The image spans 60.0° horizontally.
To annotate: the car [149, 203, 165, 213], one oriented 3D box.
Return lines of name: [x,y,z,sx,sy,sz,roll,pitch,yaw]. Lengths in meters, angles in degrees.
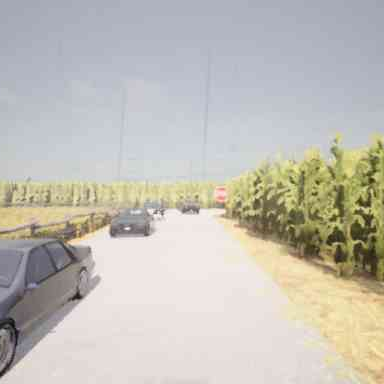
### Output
car: [-3.065,1.222,27.187,2.128,1.511,4.902,0,0,0]

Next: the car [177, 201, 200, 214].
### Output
car: [-0.435,1.714,37.667,1.895,1.301,4.718,0,0,-10]

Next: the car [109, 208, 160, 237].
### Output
car: [-3.151,1.619,18.321,1.994,1.385,4.181,0,0,1]

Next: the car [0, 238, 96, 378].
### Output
car: [-3.192,1.565,5.714,2.033,1.411,5.357,0,0,0]
